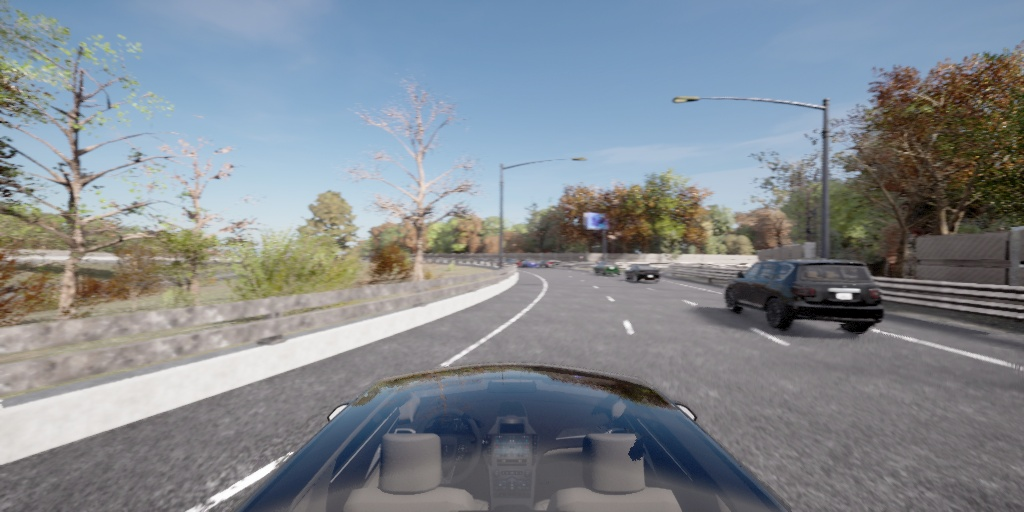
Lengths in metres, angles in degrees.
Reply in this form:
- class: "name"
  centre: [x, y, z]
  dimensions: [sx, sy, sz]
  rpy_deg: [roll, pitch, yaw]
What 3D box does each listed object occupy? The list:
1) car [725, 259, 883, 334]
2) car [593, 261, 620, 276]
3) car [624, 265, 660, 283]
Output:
- class: "car"
  centre: [8.969, 1.130, 11.682]
  dimensions: [2.150, 2.045, 5.566]
  rpy_deg: [1, 0, 12]
- class: "car"
  centre: [11.249, 1.429, 42.991]
  dimensions: [2.097, 1.767, 4.553]
  rpy_deg: [1, 0, -4]
- class: "car"
  centre: [11.426, 1.522, 31.835]
  dimensions: [1.882, 1.535, 5.008]
  rpy_deg: [1, -1, 2]
